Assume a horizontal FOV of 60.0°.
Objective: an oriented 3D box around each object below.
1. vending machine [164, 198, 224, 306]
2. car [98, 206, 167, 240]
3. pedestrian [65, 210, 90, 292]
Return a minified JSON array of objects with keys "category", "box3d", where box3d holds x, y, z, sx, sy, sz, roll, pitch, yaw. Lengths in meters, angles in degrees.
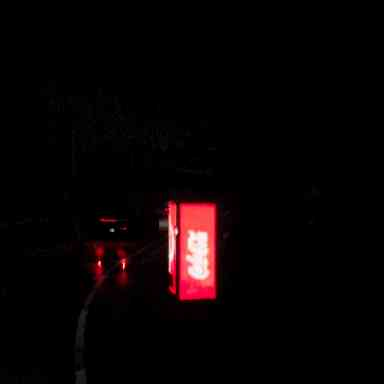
[{"category":"vending machine","box3d":[0.014,1.175,6.999,1.100,2.100,0.880,0,0,-10]},{"category":"car","box3d":[-3.041,1.442,16.835,2.128,1.511,4.902,0,0,10]},{"category":"pedestrian","box3d":[-2.555,1.268,7.413,0.375,1.860,0.375,0,0,-7]}]
